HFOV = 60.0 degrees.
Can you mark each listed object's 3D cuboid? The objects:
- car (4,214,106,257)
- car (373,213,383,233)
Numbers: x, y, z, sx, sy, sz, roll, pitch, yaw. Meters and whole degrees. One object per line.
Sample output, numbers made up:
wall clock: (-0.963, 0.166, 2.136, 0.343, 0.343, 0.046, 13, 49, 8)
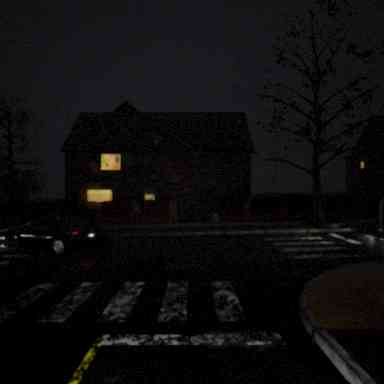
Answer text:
car: (-5.463, 1.580, 13.161, 4.181, 1.385, 1.994, -1, 1, 29)
car: (10.311, 0.974, 14.248, 4.553, 1.767, 2.097, -1, 1, 0)
